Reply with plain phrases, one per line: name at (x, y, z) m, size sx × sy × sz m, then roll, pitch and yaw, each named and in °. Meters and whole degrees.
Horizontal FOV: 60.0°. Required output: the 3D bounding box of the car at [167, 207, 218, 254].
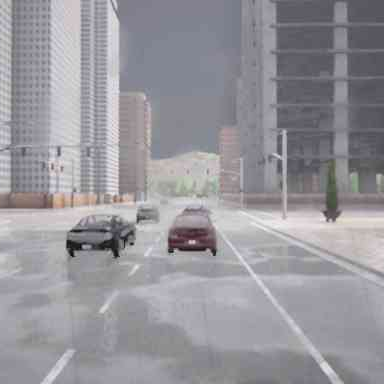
car at (0.028, 1.635, 14.215) m, size 1.882 × 1.535 × 5.008 m, roll 0°, pitch 0°, yaw 0°

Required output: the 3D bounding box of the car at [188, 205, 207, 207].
car at (0.533, 1.806, 28.365) m, size 2.128 × 1.511 × 4.902 m, roll 0°, pitch -1°, yaw 13°

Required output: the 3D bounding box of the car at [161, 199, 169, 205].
car at (-6.786, 2.396, 81.312) m, size 1.837 × 1.490 × 4.892 m, roll 0°, pitch -1°, yaw 1°

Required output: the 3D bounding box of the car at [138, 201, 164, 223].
car at (-3.869, 1.807, 28.422) m, size 2.128 × 1.511 × 4.902 m, roll 0°, pitch -1°, yaw -9°

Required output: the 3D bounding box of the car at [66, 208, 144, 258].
car at (-3.479, 1.643, 13.479) m, size 2.128 × 1.511 × 4.902 m, roll 0°, pitch 0°, yaw 0°
